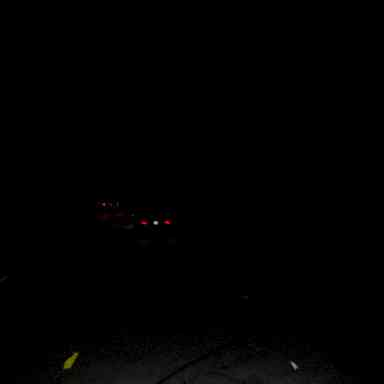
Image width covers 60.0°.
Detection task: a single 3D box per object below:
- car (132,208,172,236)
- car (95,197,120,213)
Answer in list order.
[{"bbox_3d":[-2.450,1.647,19.474,2.033,1.411,5.357,-1,0,-14],"label":"car"},{"bbox_3d":[-10.044,1.411,39.175,2.097,1.767,4.553,-1,1,-28],"label":"car"}]
